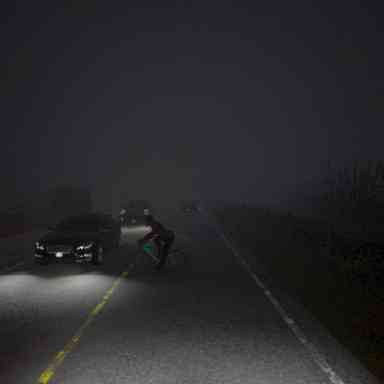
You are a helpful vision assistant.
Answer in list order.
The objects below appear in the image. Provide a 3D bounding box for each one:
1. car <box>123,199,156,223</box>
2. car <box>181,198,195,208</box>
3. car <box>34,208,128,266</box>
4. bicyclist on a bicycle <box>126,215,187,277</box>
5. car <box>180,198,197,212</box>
[{"bbox_3d":[-3.865,1.351,24.192,2.097,1.767,4.553,0,0,-1],"label":"car"},{"bbox_3d":[-0.530,1.562,49.519,1.994,1.385,4.181,0,0,0],"label":"car"},{"bbox_3d":[-3.724,1.505,11.669,1.837,1.490,4.892,0,0,-1],"label":"car"},{"bbox_3d":[-0.971,1.455,8.983,1.656,1.620,0.582,-2,0,-1],"label":"bicyclist on a bicycle"},{"bbox_3d":[-0.371,1.600,37.932,1.895,1.301,4.718,0,0,0],"label":"car"}]
